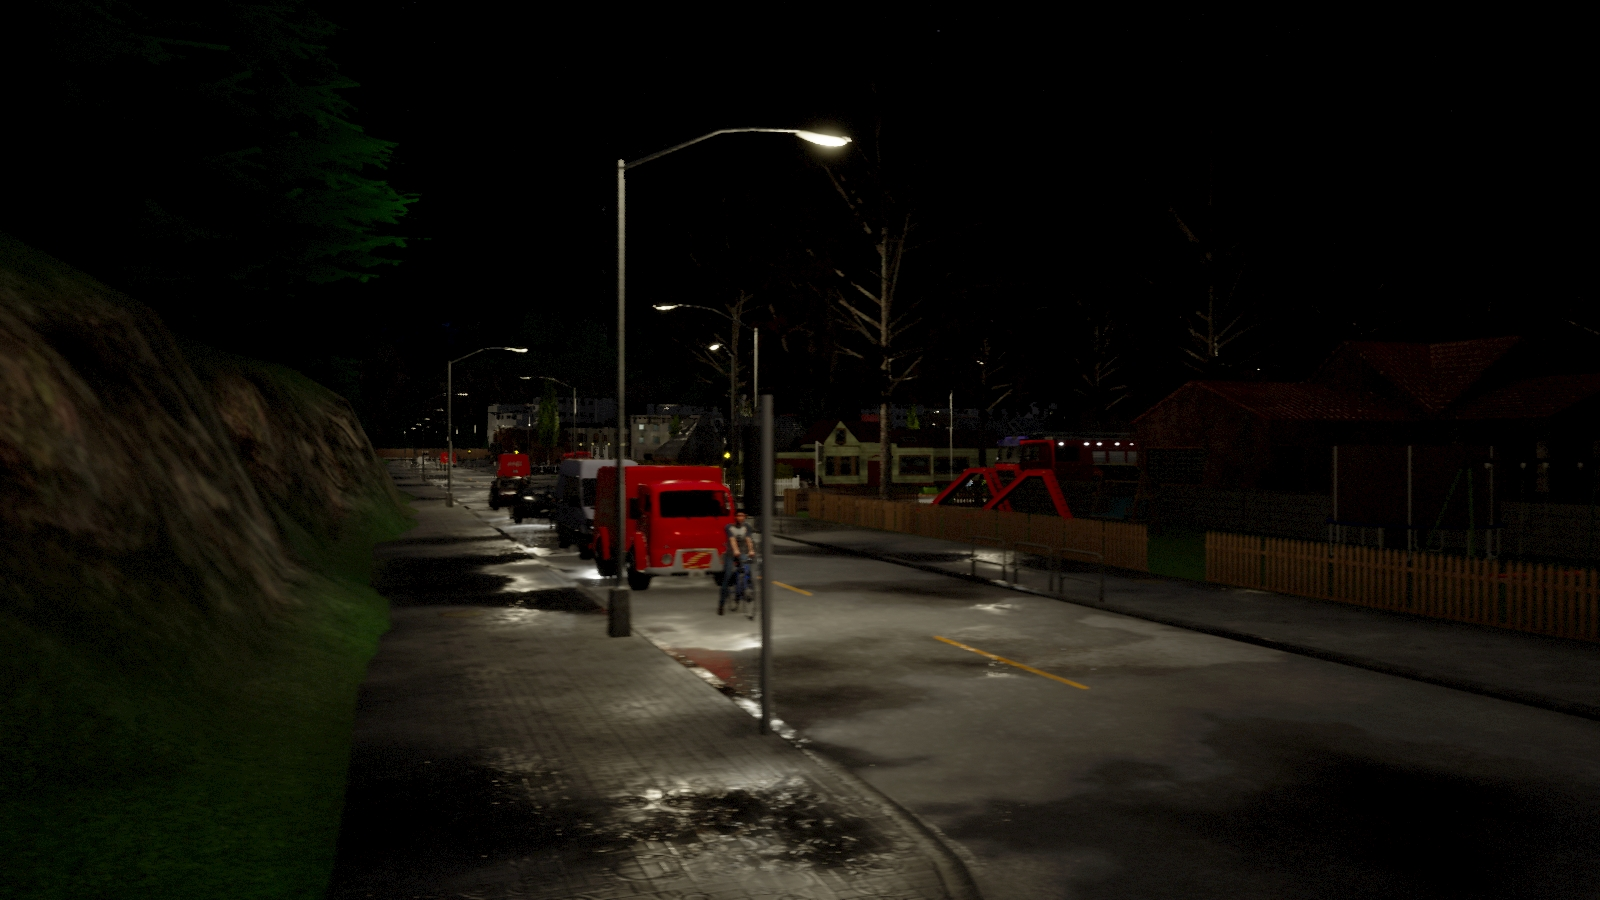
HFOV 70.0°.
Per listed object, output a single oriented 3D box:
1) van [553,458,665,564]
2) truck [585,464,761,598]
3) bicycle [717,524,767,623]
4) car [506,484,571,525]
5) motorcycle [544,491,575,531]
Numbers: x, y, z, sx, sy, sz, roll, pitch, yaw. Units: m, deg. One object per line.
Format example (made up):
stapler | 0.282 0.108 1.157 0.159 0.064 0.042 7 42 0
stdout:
van | -5.369 1.534 31.392 1.988 2.561 5.915 0 0 -20
truck | -2.881 1.568 24.525 2.627 2.467 5.204 0 0 -20
bicycle | -0.999 2.055 19.346 0.373 1.496 1.643 0 0 -20
car | -10.362 2.118 45.087 1.994 1.385 4.181 0 0 -20
motorcycle | -8.512 2.141 40.379 0.856 1.316 1.805 0 0 -19
